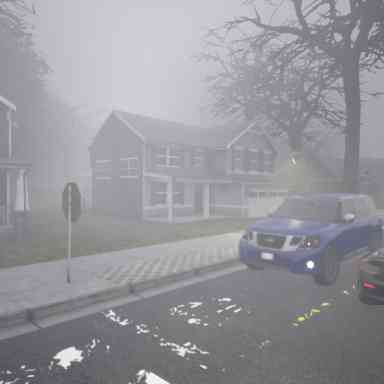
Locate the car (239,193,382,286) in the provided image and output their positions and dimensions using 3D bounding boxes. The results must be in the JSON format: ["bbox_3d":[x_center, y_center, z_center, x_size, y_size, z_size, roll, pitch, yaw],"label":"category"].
[{"bbox_3d":[3.668,1.085,9.560,2.150,2.045,5.566,1,1,45],"label":"car"}]

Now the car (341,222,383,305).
[{"bbox_3d":[4.895,1.439,6.754,1.812,1.442,4.674,1,1,45],"label":"car"}]
